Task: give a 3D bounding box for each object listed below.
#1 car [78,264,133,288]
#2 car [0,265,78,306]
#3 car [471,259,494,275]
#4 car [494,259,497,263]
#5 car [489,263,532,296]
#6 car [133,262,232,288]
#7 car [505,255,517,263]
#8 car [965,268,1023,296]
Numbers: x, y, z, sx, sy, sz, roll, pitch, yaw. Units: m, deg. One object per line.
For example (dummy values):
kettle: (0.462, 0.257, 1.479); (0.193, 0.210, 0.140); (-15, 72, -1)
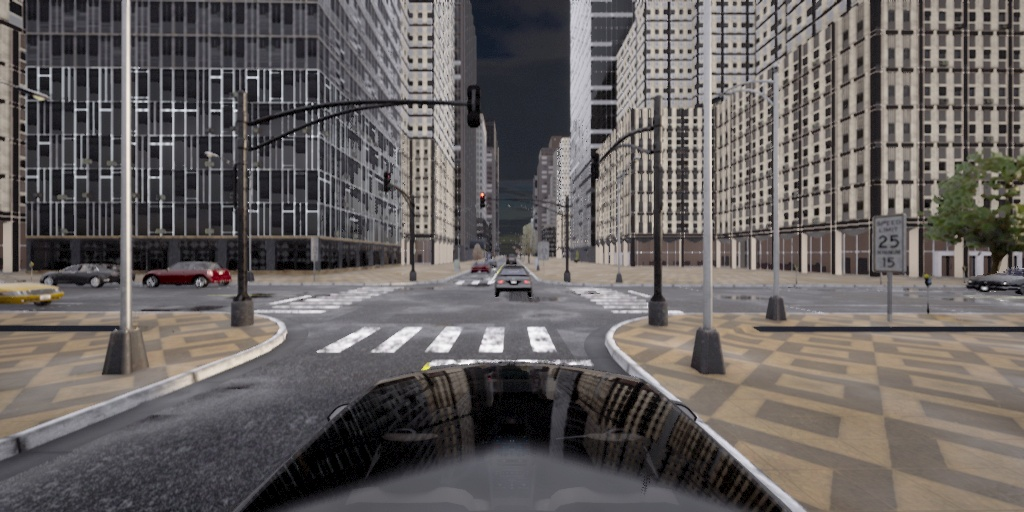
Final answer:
car: (-24.927, 1.120, 21.140); (4.403, 1.370, 2.007); (0, 0, -1)
car: (-18.922, 1.126, 12.640); (4.829, 1.417, 1.751); (0, 0, -1)
car: (-3.173, 1.222, 37.207); (1.895, 1.301, 4.718); (0, 0, 0)
car: (-3.192, 1.107, 53.663); (2.033, 1.411, 5.357); (0, 0, 0)
car: (0.069, 1.250, 18.851); (2.033, 1.411, 5.357); (0, 0, 0)
car: (-19.251, 1.042, 21.275); (4.097, 1.591, 1.967); (0, 0, -1)
car: (-0.130, 1.001, 63.110); (1.882, 1.535, 5.008); (0, 0, 0)
car: (28.203, 1.373, 19.430); (5.357, 1.411, 2.033); (0, 0, -1)
